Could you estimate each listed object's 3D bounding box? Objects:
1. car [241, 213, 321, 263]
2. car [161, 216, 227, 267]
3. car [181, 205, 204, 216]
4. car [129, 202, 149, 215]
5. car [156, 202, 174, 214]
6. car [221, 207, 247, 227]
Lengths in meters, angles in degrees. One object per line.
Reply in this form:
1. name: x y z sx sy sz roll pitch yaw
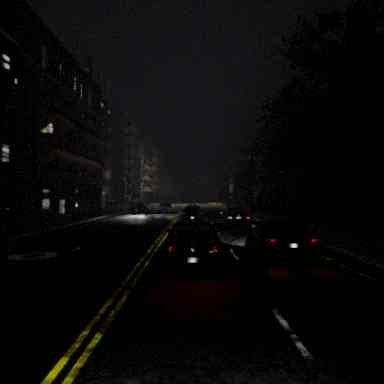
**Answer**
1. car: 3.296 1.719 12.692 1.994 1.385 4.181 0 -1 0
2. car: 0.038 1.747 12.011 1.895 1.301 4.718 0 -1 0
3. car: 0.048 1.873 28.392 1.812 1.442 4.674 0 0 0
4. car: -6.608 2.003 41.860 2.128 1.511 4.902 0 -1 0
5. car: -3.357 2.043 42.194 1.812 1.442 4.674 0 -1 0
6. car: 3.272 1.859 25.468 2.033 1.411 5.357 0 -1 1
